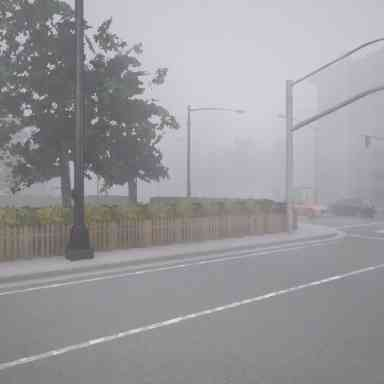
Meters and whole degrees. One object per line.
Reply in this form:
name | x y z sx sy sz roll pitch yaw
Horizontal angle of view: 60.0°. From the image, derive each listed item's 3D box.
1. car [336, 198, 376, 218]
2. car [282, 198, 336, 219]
car | 13.969 1.352 30.096 2.097 1.767 4.553 0 0 -35
car | 9.849 1.352 29.547 2.097 1.767 4.553 0 0 -35
